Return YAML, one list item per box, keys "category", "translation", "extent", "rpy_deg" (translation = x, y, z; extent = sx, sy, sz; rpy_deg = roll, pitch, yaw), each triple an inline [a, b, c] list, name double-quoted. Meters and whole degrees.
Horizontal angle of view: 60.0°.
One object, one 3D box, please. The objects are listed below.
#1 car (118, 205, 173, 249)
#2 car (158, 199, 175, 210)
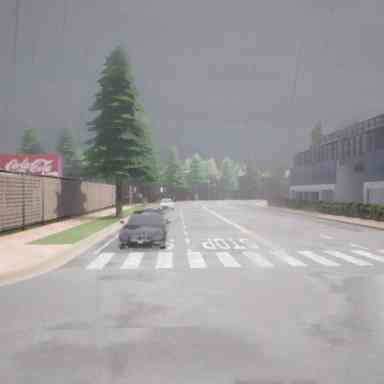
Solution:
- category: "car"
  translation: [-1.945, 1.562, 14.538]
  extent: [1.837, 1.490, 4.892]
  rpy_deg: [0, 0, -2]
- category: "car"
  translation: [-3.114, 1.539, 40.072]
  extent: [1.812, 1.442, 4.674]
  rpy_deg: [0, 0, -2]
